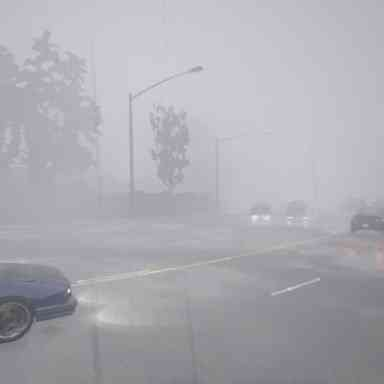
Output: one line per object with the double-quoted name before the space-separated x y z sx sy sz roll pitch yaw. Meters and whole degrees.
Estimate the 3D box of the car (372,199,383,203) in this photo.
"car" 24.193 1.612 42.179 2.128 1.511 4.902 -1 0 13

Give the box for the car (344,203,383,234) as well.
"car" 10.360 1.568 18.988 1.812 1.442 4.674 0 0 37

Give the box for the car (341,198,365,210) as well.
"car" 20.771 1.517 42.942 2.097 1.767 4.553 -1 -1 13

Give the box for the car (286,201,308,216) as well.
"car" 11.068 1.649 34.944 1.882 1.535 5.008 0 -1 21

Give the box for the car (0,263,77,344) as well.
"car" -4.572 1.545 4.779 5.357 1.411 2.033 0 0 -33

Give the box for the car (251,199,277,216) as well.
"car" 7.597 1.766 35.677 1.994 1.385 4.181 -1 -1 21

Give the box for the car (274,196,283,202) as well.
"car" 19.548 1.658 75.445 1.882 1.535 5.008 -1 0 10
